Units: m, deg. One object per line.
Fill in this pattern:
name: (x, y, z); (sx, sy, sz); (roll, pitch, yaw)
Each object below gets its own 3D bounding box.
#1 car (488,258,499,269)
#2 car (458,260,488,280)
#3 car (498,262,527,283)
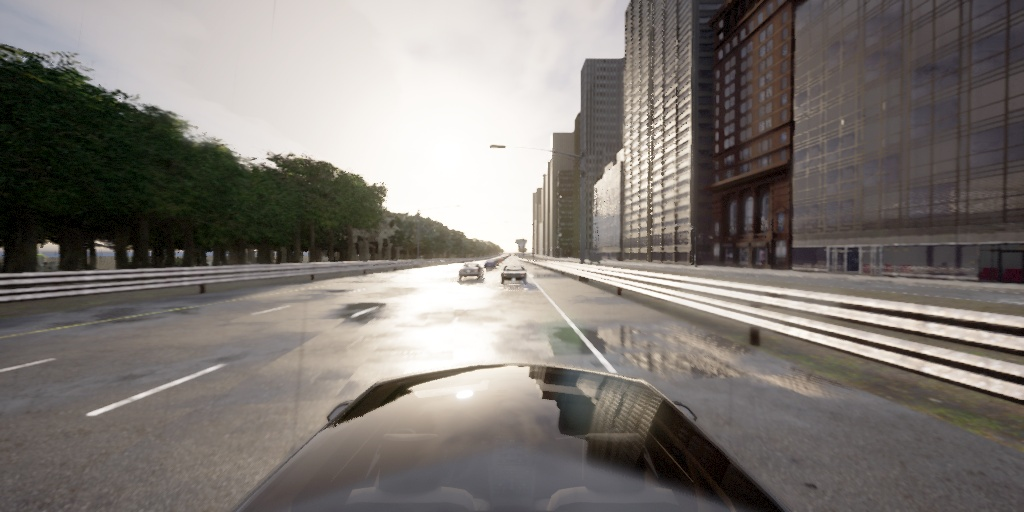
car: (-3.619, 1.318, 59.372); (1.812, 1.442, 4.674); (0, 0, 0)
car: (-3.519, 1.294, 31.399); (2.033, 1.411, 5.357); (0, 0, 0)
car: (0.127, 1.358, 27.712); (1.895, 1.301, 4.718); (0, 0, 0)
